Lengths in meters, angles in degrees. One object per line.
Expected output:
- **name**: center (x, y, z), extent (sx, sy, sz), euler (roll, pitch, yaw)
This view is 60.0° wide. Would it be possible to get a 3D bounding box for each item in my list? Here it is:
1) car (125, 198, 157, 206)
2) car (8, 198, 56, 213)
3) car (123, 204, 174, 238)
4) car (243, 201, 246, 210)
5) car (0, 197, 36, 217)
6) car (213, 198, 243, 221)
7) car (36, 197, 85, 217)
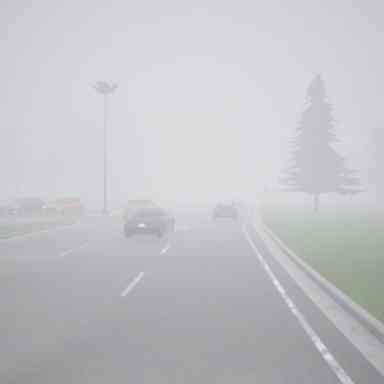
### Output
- **car**: center (-4.104, 1.321, 27.991), extent (2.097, 1.767, 4.553), euler (0, 0, 10)
- **car**: center (-17.832, 1.479, 37.432), extent (2.033, 1.411, 5.357), euler (0, 0, 11)
- **car**: center (-2.161, 1.545, 17.735), extent (1.994, 1.385, 4.181), euler (0, 0, 6)
- **car**: center (5.674, 1.503, 41.912), extent (1.812, 1.442, 4.674), euler (0, 0, 11)
- **car**: center (-15.584, 1.294, 30.763), extent (2.097, 1.767, 4.553), euler (0, 0, 11)
- **car**: center (2.794, 1.477, 26.847), extent (2.128, 1.511, 4.902), euler (0, 0, 10)
- **car**: center (-11.942, 1.302, 31.115), extent (2.097, 1.767, 4.553), euler (0, 0, 11)
